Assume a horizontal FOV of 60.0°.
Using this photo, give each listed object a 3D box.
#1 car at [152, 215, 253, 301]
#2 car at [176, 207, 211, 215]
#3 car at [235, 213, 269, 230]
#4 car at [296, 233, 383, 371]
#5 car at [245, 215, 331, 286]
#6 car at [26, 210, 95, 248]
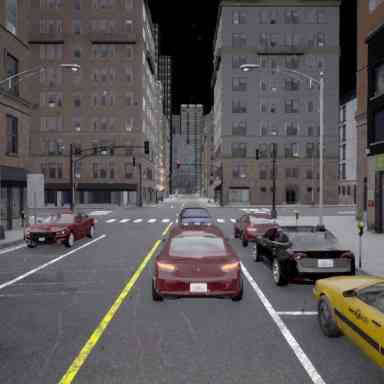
[{"bbox_3d":[0.102,1.523,8.186,1.812,1.442,4.674,0,0,0],"label":"car"},{"bbox_3d":[0.140,1.542,18.207,2.033,1.411,5.357,0,0,-3],"label":"car"},{"bbox_3d":[2.873,1.577,14.803,1.802,1.307,4.206,-1,0,0],"label":"car"},{"bbox_3d":[2.867,1.524,3.801,1.752,1.417,4.829,-1,0,0],"label":"car"},{"bbox_3d":[2.870,1.563,9.217,1.947,1.339,4.313,-1,0,0],"label":"car"},{"bbox_3d":[-5.672,1.540,14.804,1.887,1.381,4.507,-1,0,0],"label":"car"}]
